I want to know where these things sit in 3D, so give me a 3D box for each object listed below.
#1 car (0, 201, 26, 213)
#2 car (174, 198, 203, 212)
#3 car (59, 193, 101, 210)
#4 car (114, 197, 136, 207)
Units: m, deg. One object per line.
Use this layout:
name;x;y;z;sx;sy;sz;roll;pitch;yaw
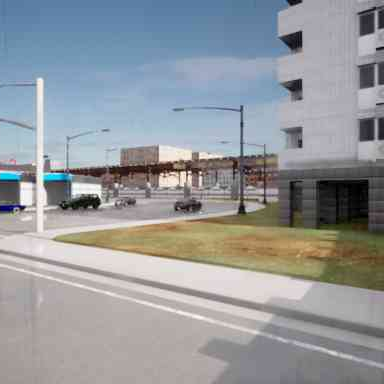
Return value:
car;-19.692;1.584;33.894;1.895;1.301;4.718;0;0;37
car;-0.342;1.494;37.995;1.837;1.490;4.892;1;0;27
car;-14.058;1.204;42.216;2.150;2.045;5.566;0;0;29
car;-10.295;1.473;51.630;2.128;1.511;4.902;0;0;14
